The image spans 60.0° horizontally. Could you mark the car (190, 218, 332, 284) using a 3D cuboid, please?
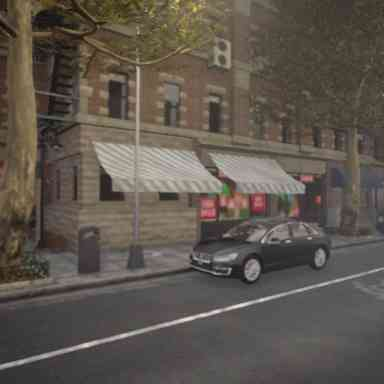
[{"bbox_3d":[2.193,1.554,9.894,4.892,1.521,2.231,1,0,-36],"label":"car"}]
